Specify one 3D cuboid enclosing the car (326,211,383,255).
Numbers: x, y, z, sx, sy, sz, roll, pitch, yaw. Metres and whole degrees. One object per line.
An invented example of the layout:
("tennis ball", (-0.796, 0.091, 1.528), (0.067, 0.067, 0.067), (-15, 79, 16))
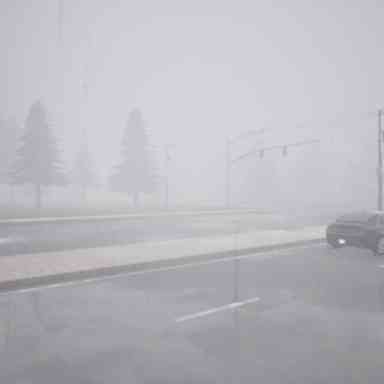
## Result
("car", (7.349, 1.514, 13.321), (4.892, 1.490, 1.837), (0, 0, -35))
